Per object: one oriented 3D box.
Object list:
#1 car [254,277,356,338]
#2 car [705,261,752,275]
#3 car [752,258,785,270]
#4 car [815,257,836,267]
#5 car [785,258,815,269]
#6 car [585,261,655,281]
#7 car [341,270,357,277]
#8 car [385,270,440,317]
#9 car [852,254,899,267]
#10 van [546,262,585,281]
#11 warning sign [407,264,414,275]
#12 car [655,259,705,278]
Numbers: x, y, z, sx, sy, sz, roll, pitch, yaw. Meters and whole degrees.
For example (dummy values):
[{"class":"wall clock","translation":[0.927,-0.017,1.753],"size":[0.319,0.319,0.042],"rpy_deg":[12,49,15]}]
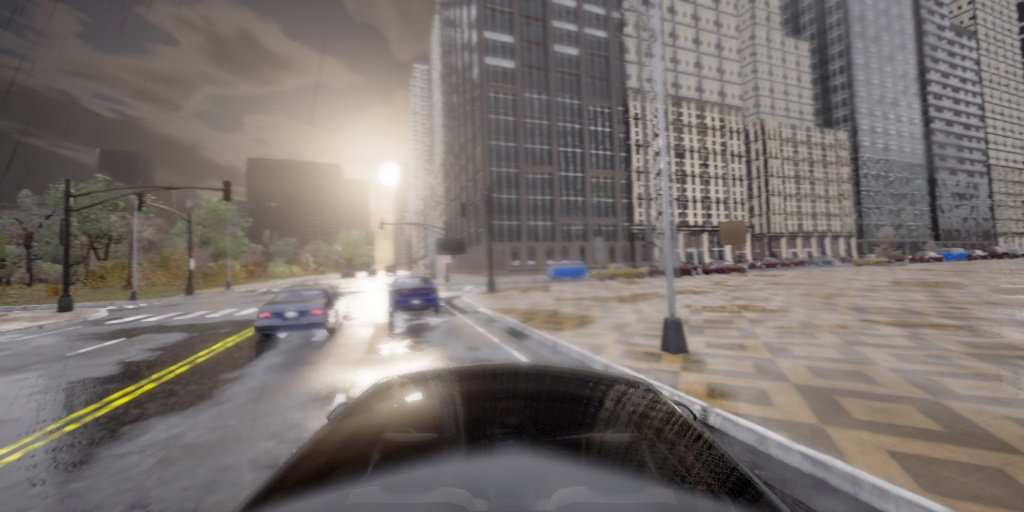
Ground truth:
[{"class":"car","translation":[-6.429,1.598,11.518],"size":[2.033,1.411,5.357],"rpy_deg":[-1,-1,-19]},{"class":"car","translation":[18.787,1.048,31.890],"size":[4.207,1.307,1.802],"rpy_deg":[0,0,-20]},{"class":"car","translation":[31.705,0.932,45.156],"size":[4.097,1.591,1.967],"rpy_deg":[0,0,-20]},{"class":"car","translation":[42.208,0.790,49.002],"size":[4.403,1.370,2.007],"rpy_deg":[0,0,-20]},{"class":"car","translation":[36.957,0.910,47.079],"size":[4.507,1.381,1.888],"rpy_deg":[0,0,-20]},{"class":"car","translation":[8.462,1.250,28.108],"size":[4.829,1.417,1.751],"rpy_deg":[0,0,-20]},{"class":"car","translation":[-26.053,2.905,57.331],"size":[1.994,1.385,4.181],"rpy_deg":[-1,-1,-19]},{"class":"car","translation":[-4.201,1.526,15.034],"size":[1.882,1.535,5.008],"rpy_deg":[-1,-1,-19]},{"class":"car","translation":[39.921,0.481,39.616],"size":[4.829,1.417,1.751],"rpy_deg":[0,0,-20]},{"class":"van","translation":[5.449,1.476,35.541],"size":[3.998,1.789,1.690],"rpy_deg":[0,0,-20]},{"class":"warning sign","translation":[-16.501,2.227,58.487],"size":[1.300,1.860,1.060],"rpy_deg":[0,0,-19]},{"class":"car","translation":[13.545,1.034,29.970],"size":[4.097,1.591,1.967],"rpy_deg":[0,0,-20]}]
